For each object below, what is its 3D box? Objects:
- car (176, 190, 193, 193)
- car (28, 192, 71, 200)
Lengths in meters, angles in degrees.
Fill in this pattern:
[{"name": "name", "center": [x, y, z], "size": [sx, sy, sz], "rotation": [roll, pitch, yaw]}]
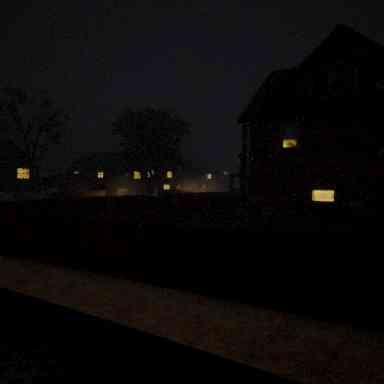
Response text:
[{"name": "car", "center": [-1.397, 0.507, 48.874], "size": [1.882, 1.535, 5.008], "rotation": [1, 2, 37]}, {"name": "car", "center": [-13.794, 0.863, 32.161], "size": [2.097, 1.767, 4.553], "rotation": [1, 2, 36]}]
